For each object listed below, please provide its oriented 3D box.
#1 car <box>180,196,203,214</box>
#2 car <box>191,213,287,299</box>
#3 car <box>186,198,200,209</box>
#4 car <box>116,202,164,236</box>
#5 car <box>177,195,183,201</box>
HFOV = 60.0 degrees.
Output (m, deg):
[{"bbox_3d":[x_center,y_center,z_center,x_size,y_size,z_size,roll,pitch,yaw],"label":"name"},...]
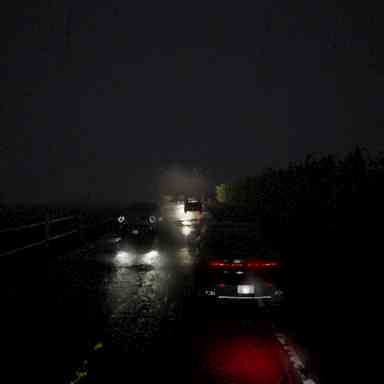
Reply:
[{"bbox_3d":[0.112,1.491,35.580,2.128,1.511,4.902,0,0,0],"label":"car"},{"bbox_3d":[0.972,1.505,8.411,1.837,1.490,4.892,0,0,0],"label":"car"},{"bbox_3d":[0.121,1.526,45.754,1.812,1.442,4.674,0,0,0],"label":"car"},{"bbox_3d":[-2.731,1.351,18.362,2.097,1.767,4.553,0,0,0],"label":"car"},{"bbox_3d":[-2.662,1.555,81.596,2.033,1.411,5.357,0,0,0],"label":"car"}]
